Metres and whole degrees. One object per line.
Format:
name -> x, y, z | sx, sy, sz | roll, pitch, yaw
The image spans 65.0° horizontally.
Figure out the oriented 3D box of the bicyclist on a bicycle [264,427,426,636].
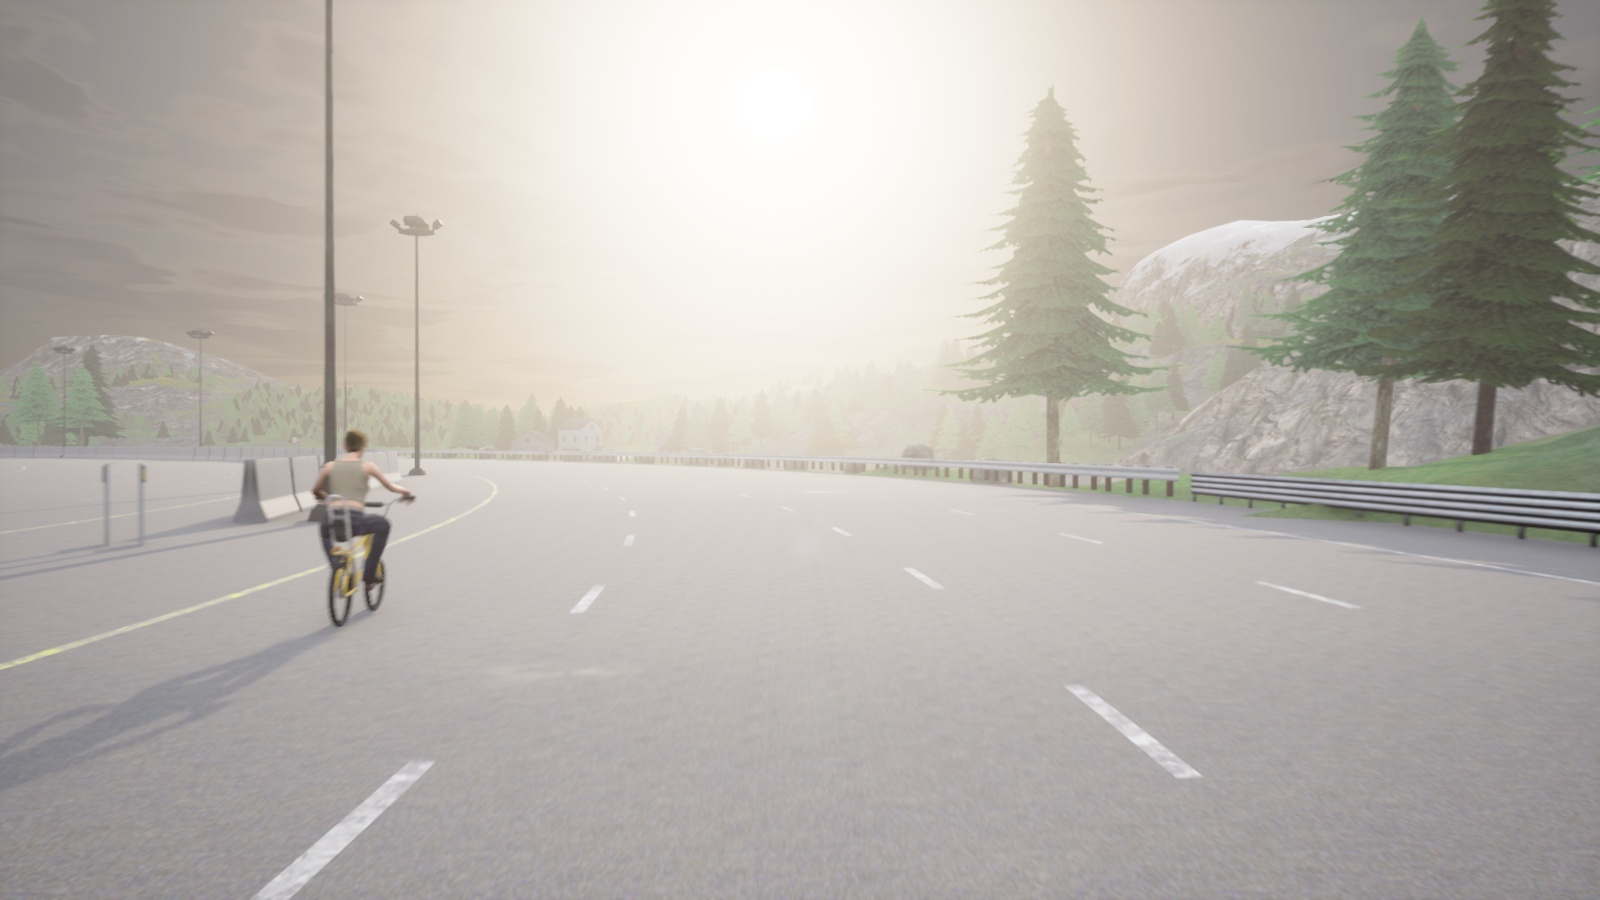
bicyclist on a bicycle -> -3.733, 0.623, 10.445 | 0.866, 1.612, 1.509 | 0, 0, -3
